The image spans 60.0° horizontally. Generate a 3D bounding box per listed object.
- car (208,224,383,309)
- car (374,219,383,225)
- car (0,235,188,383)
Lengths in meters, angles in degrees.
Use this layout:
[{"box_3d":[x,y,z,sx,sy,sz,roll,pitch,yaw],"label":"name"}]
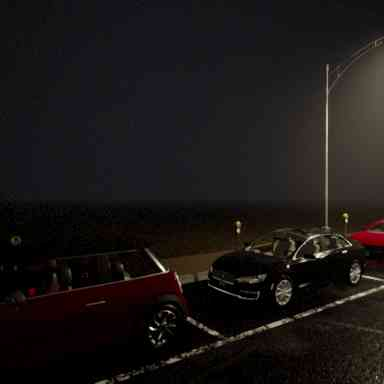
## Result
[{"box_3d":[2.366,1.552,7.775,4.403,1.369,2.008,0,1,-35],"label":"car"},{"box_3d":[6.874,1.546,10.990,4.507,1.381,1.887,0,1,-35],"label":"car"},{"box_3d":[-2.140,1.440,4.560,4.097,1.590,1.967,0,1,-35],"label":"car"}]
